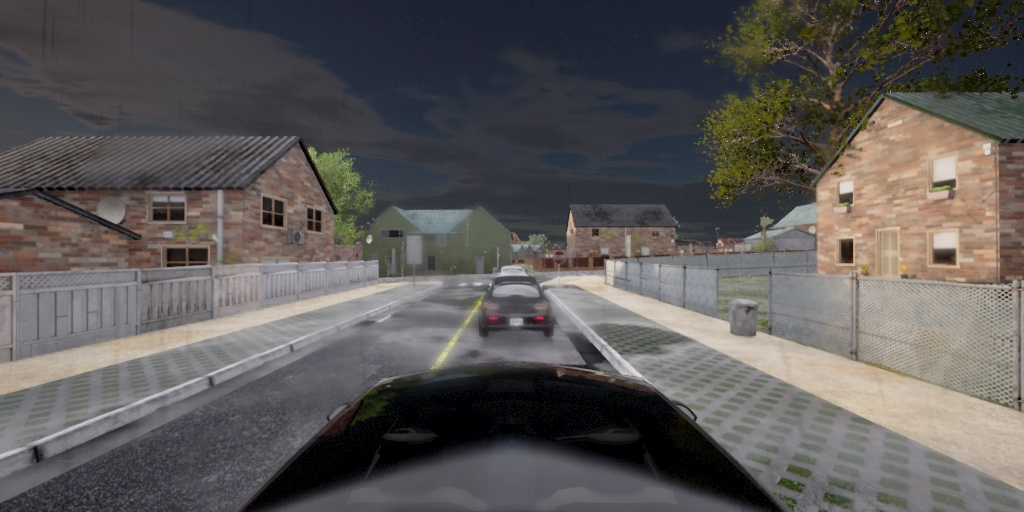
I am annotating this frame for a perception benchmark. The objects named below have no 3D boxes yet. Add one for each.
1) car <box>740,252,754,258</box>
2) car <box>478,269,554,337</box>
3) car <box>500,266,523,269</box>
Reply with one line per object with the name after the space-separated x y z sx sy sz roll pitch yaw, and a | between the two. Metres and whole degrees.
20.932 0.458 32.476 4.892 1.490 1.837 -2 0 0 | car
0.102 1.277 10.154 1.812 1.442 4.674 0 0 0 | car
-0.040 1.279 21.087 1.812 1.442 4.674 0 0 -3 | car
